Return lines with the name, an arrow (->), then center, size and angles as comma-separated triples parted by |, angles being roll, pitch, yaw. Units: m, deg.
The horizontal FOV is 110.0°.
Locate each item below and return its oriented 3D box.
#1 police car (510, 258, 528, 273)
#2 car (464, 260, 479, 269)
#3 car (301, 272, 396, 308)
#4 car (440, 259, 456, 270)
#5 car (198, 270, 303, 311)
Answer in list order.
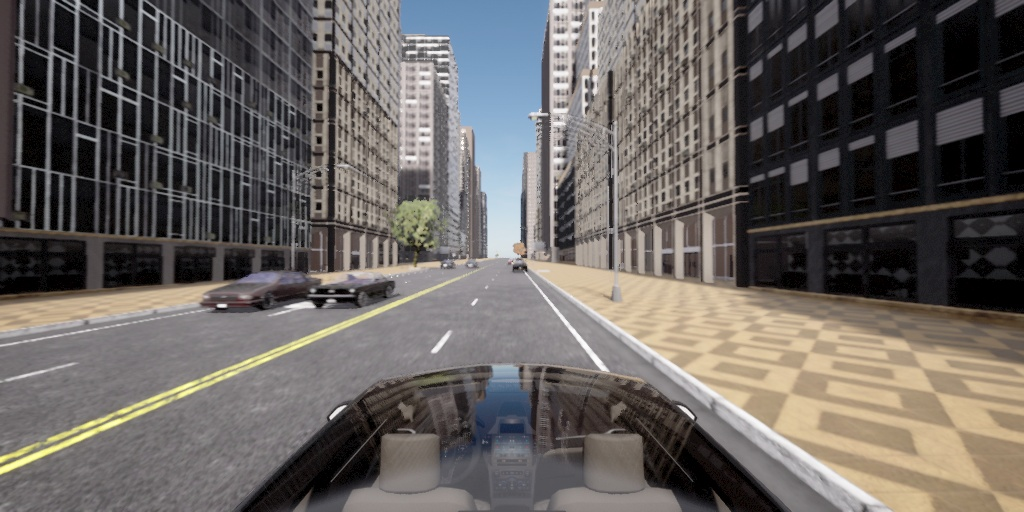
police car -> 0.982, 1.192, 44.443 | 1.930, 1.638, 5.238 | 0, 0, 0
car -> -6.515, 1.301, 58.199 | 1.812, 1.442, 4.674 | 0, 0, 1
car -> -6.593, 1.356, 15.313 | 1.895, 1.301, 4.718 | 0, 0, 0
car -> -9.790, 1.264, 54.955 | 2.128, 1.511, 4.902 | 0, 0, 1
car -> -9.845, 1.302, 14.834 | 2.033, 1.411, 5.357 | 0, 0, 0
